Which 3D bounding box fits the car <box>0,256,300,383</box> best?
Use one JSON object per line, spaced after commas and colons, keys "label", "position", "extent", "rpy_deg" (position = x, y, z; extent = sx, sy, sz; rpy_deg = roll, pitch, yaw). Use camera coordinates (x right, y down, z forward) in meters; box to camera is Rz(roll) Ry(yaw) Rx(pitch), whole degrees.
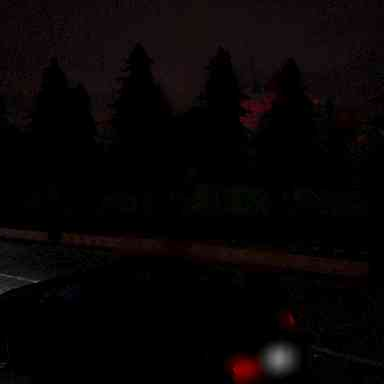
{"label": "car", "position": [-0.837, 1.567, 4.276], "extent": [4.181, 1.385, 1.994], "rpy_deg": [0, 0, 33]}
